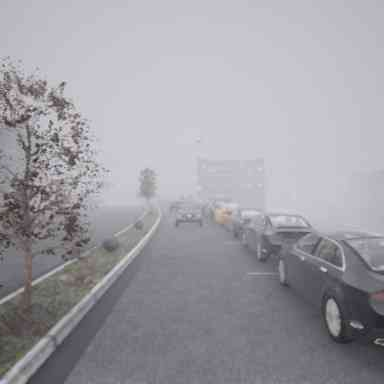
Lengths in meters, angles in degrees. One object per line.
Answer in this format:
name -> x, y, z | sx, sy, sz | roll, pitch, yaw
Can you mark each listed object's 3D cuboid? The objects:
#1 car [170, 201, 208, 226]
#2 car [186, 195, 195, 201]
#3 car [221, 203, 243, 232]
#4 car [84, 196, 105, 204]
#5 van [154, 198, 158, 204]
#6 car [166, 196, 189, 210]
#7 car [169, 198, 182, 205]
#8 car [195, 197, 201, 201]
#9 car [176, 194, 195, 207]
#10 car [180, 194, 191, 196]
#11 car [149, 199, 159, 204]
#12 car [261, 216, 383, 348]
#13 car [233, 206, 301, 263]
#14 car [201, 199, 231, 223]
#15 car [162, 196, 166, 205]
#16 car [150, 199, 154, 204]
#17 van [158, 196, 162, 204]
car -> -0.306, 1.556, 23.258 | 2.033, 1.411, 5.357 | 0, 0, -3
car -> 0.585, 1.563, 45.055 | 2.231, 1.521, 4.892 | 0, 0, -7
car -> 2.897, 1.510, 17.422 | 2.002, 1.452, 4.674 | 0, 0, -1
car -> -21.989, 1.865, 73.710 | 5.566, 2.045, 2.435 | 0, -2, -15
van -> -7.505, 2.077, 83.218 | 1.878, 1.987, 4.442 | 0, -2, -15
car -> -1.891, 1.570, 40.976 | 1.837, 1.490, 4.892 | 0, 0, -7
car -> -3.389, 1.890, 66.980 | 2.002, 1.452, 4.674 | 0, -1, -12
car -> 1.842, 1.554, 34.187 | 2.163, 1.488, 4.792 | 0, 0, -5
car -> -1.180, 1.411, 56.163 | 2.435, 2.045, 5.566 | 0, -1, -10
car -> -0.249, 1.476, 50.630 | 2.185, 1.767, 4.553 | 0, 0, -9
car -> -10.732, 2.668, 93.670 | 2.097, 1.535, 5.008 | 0, -2, -18
car -> 3.004, 1.462, 6.355 | 2.231, 1.521, 4.892 | 0, 0, 0
car -> 3.003, 1.457, 11.875 | 2.231, 1.521, 4.892 | 0, 0, 0
car -> 2.331, 1.380, 28.480 | 2.185, 1.767, 4.553 | 0, 0, -3
car -> -4.652, 2.018, 72.375 | 2.002, 1.452, 4.674 | 0, -1, -13
car -> -9.055, 2.516, 88.442 | 2.163, 1.488, 4.792 | 0, -2, -16
van -> -6.028, 1.905, 77.883 | 1.878, 1.987, 4.442 | 0, -2, -14
